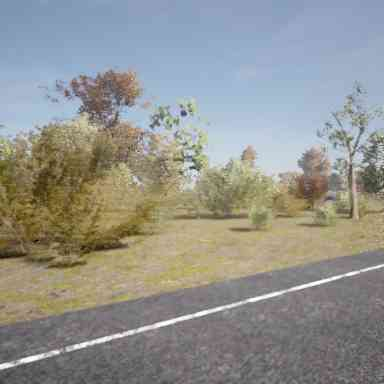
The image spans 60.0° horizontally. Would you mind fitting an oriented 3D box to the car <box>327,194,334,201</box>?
[{"bbox_3d":[32.053,1.273,77.522,1.882,1.535,5.008,0,0,-37],"label":"car"}]
